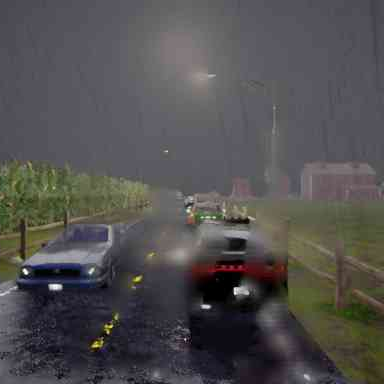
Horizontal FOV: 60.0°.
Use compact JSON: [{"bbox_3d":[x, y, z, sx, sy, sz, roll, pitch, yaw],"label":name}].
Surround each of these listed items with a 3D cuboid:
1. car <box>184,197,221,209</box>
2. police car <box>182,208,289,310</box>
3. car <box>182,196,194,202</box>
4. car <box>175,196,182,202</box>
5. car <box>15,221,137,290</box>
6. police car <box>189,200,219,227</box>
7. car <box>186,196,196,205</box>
[{"bbox_3d":[0.776,1.351,17.909,2.097,1.767,4.553,0,0,0],"label":"car"},{"bbox_3d":[0.803,1.425,8.048,1.930,1.638,5.238,0,0,0],"label":"police car"},{"bbox_3d":[-0.094,1.625,46.704,1.895,1.301,4.718,0,0,0],"label":"car"},{"bbox_3d":[-2.968,1.661,79.676,2.033,1.411,5.357,0,0,0],"label":"car"},{"bbox_3d":[-2.776,1.547,9.419,2.033,1.411,5.357,0,0,0],"label":"car"},{"bbox_3d":[0.759,1.425,24.048,1.930,1.638,5.238,0,0,0],"label":"police car"},{"bbox_3d":[-0.171,1.539,62.724,1.882,1.535,5.008,0,0,0],"label":"car"}]
